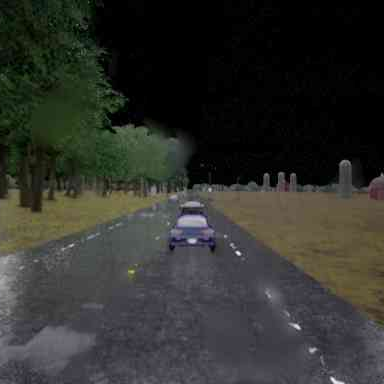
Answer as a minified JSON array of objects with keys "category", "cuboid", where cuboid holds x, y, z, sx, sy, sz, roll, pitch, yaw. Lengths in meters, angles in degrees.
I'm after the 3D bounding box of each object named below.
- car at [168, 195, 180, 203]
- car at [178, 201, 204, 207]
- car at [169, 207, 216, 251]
[{"category":"car","cuboid":[-3.440,1.343,64.326,1.812,1.442,4.674,0,1,0]},{"category":"car","cuboid":[0.039,1.531,29.465,1.882,1.535,5.008,0,1,0]},{"category":"car","cuboid":[0.022,1.606,14.366,1.812,1.442,4.674,0,0,0]}]
